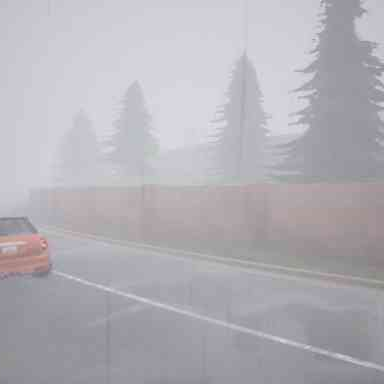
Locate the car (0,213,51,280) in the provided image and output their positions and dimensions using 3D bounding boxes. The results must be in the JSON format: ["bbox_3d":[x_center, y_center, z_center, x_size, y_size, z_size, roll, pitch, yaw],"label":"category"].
[{"bbox_3d":[-5.715,1.326,8.957,4.553,1.767,2.097,0,0,41],"label":"car"}]
